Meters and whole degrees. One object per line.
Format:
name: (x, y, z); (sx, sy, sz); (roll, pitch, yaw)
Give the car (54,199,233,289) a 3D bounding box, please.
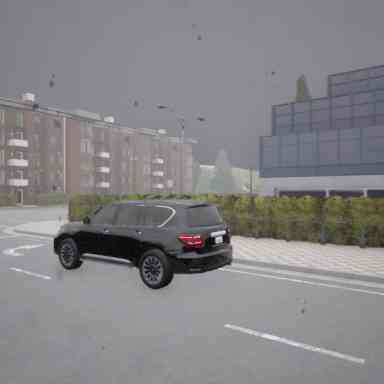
car: (-1.552, 1.220, 9.387); (5.566, 2.045, 2.150); (0, 0, 35)
